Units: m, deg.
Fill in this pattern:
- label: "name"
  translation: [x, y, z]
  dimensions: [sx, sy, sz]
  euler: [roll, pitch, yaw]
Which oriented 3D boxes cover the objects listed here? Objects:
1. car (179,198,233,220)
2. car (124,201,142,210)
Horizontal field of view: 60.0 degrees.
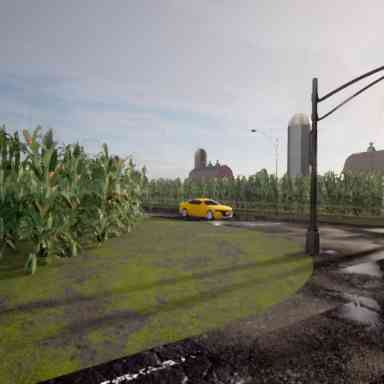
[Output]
- label: "car"
  translation: [1.023, 1.278, 26.021]
  dimensions: [1.882, 1.535, 5.008]
  euler: [2, 0, -38]
- label: "car"
  translation: [-7.405, 1.293, 36.825]
  dimensions: [1.895, 1.301, 4.718]
  euler: [2, 0, -38]
